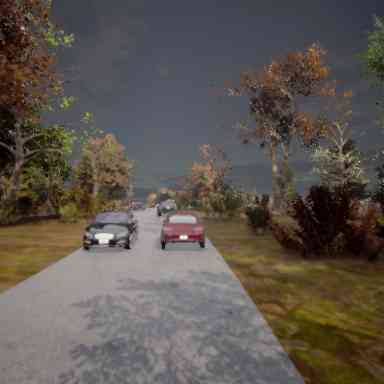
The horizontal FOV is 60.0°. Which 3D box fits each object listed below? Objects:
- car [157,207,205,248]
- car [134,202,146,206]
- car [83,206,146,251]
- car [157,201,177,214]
[{"bbox_3d":[-0.469,1.609,15.134,1.812,1.442,4.674,0,-1,-4],"label":"car"},{"bbox_3d":[-8.876,2.364,56.497,1.994,1.385,4.181,0,-2,-9],"label":"car"},{"bbox_3d":[-3.394,1.567,14.663,2.128,1.511,4.902,0,0,-4],"label":"car"},{"bbox_3d":[-2.810,1.746,37.229,2.097,1.767,4.553,0,-1,-8],"label":"car"}]
